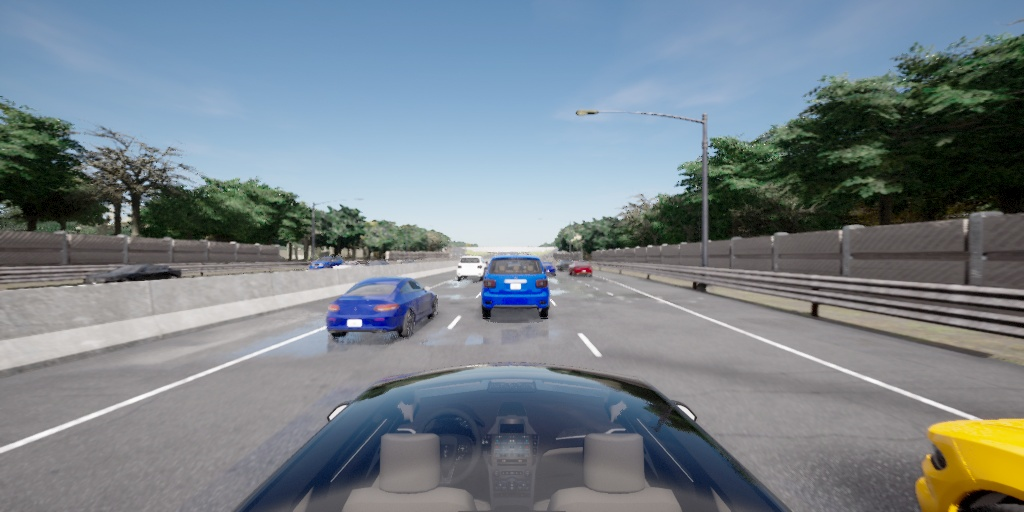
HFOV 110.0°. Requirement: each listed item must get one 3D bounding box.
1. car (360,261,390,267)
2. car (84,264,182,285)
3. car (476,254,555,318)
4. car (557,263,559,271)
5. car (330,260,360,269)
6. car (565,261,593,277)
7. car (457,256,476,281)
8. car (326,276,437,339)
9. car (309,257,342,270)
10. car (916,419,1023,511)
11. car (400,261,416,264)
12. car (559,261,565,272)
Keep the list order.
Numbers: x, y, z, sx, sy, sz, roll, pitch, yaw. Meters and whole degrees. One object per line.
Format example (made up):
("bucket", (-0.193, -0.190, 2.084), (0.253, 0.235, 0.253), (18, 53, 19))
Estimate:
("car", (-17.376, 1.342, 46.371), (1.882, 1.535, 5.008), (0, 0, 1))
("car", (-23.807, 1.262, 22.823), (1.882, 1.535, 5.008), (0, 0, -3))
("car", (0.113, 0.990, 13.161), (2.150, 2.045, 5.566), (0, 0, 0))
("car", (3.639, 1.367, 38.951), (1.812, 1.442, 4.674), (0, 0, 0))
("car", (-20.882, 1.463, 46.063), (1.895, 1.301, 4.718), (0, 0, 1))
("car", (7.050, 1.313, 37.149), (1.882, 1.535, 5.008), (0, 0, 2))
("car", (-3.315, 1.033, 30.767), (2.150, 2.045, 5.566), (0, 0, 0))
("car", (-3.392, 1.288, 10.042), (1.812, 1.442, 4.674), (0, 0, 0))
("car", (-24.354, 1.090, 47.431), (2.150, 2.045, 5.566), (0, -1, 1))
("car", (3.501, 1.227, 0.148), (1.882, 1.535, 5.008), (0, 0, 0))
("car", (-13.863, 1.377, 47.645), (1.837, 1.490, 4.892), (0, -1, 1))
("car", (7.235, 1.387, 48.507), (1.837, 1.490, 4.892), (0, 0, 1))
